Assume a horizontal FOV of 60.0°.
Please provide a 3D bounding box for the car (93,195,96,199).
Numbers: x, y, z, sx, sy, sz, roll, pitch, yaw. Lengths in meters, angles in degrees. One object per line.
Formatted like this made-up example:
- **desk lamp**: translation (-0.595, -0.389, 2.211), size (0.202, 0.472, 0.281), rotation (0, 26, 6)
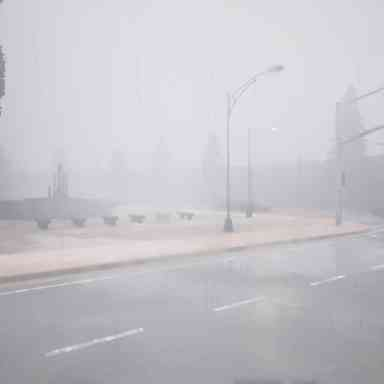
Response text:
- **car**: translation (-13.753, 1.564, 55.537), size (4.181, 1.385, 1.994), rotation (0, 0, 19)

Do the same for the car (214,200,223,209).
- **car**: translation (5.269, 1.547, 42.971), size (2.033, 1.411, 5.357), rotation (0, 0, -42)

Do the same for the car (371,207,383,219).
- **car**: translation (17.247, 1.600, 26.848), size (1.895, 1.301, 4.718), rotation (0, 0, -35)

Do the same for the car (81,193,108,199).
- **car**: translation (-18.715, 1.221, 63.905), size (5.566, 2.045, 2.150), rotation (0, 0, 10)

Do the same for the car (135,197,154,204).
- **car**: translation (-9.175, 1.564, 61.164), size (4.181, 1.385, 1.994), rotation (0, 0, 22)

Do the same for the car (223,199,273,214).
- **car**: translation (6.242, 1.547, 36.156), size (2.033, 1.411, 5.357), rotation (0, 0, -36)

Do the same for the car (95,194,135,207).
- **car**: translation (-11.777, 1.492, 50.933), size (4.902, 1.511, 2.128), rotation (0, 0, 23)
